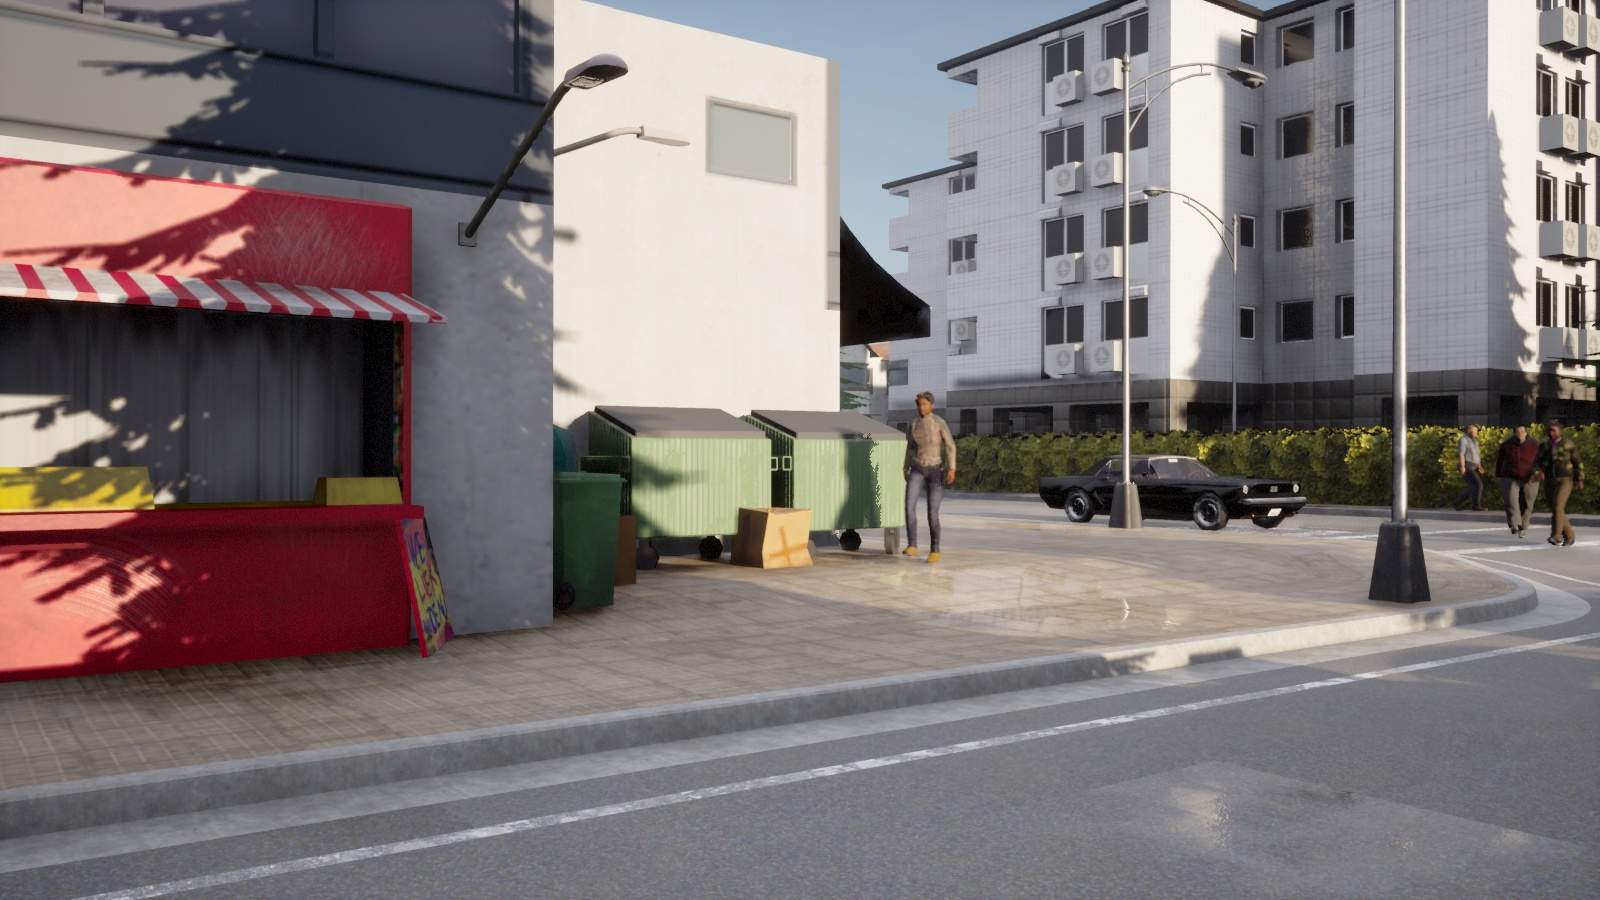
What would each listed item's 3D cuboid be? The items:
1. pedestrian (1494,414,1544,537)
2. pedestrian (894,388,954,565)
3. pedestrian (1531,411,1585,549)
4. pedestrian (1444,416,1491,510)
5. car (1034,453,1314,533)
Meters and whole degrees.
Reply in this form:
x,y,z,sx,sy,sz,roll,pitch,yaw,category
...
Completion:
x,y,z,sx,sy,sz,roll,pitch,yaw,category
11.086,0.389,19.355,0.634,1.844,0.899,0,0,31,pedestrian
1.312,0.270,13.252,0.328,1.805,0.869,0,0,27,pedestrian
10.770,0.417,17.835,0.692,1.930,0.395,0,0,-34,pedestrian
13.467,0.259,25.339,0.540,1.848,0.694,0,0,-40,pedestrian
6.694,0.711,22.981,1.895,1.301,4.718,0,0,-36,car
